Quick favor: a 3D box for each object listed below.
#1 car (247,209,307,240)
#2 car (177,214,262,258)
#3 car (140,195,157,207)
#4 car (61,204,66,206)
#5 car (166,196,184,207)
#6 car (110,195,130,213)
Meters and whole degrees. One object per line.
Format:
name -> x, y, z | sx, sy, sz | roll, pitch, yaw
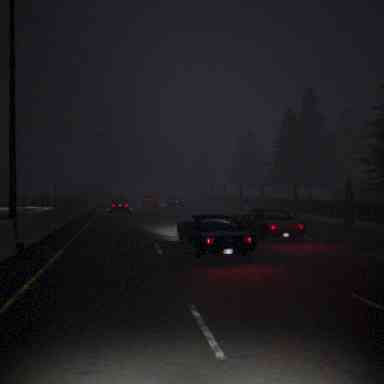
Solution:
car -> 3.479, 1.467, 16.062 | 1.895, 1.301, 4.718 | 0, 0, -12
car -> 0.665, 1.499, 12.351 | 1.895, 1.301, 4.718 | 0, 0, -12
car -> -5.624, 1.141, 43.146 | 2.128, 1.511, 4.902 | 0, 0, -12
car -> -17.081, 1.125, 46.267 | 2.128, 1.511, 4.902 | 0, 0, -11
car -> -2.270, 1.203, 44.218 | 1.994, 1.385, 4.181 | 0, 0, -12
car -> -7.185, 1.278, 33.298 | 2.033, 1.411, 5.357 | 0, 0, -12
